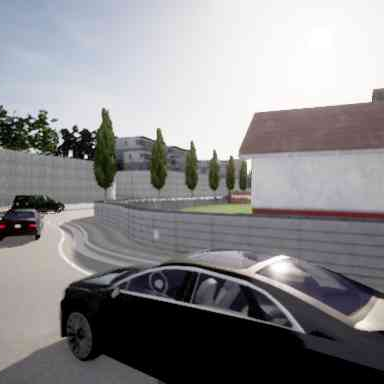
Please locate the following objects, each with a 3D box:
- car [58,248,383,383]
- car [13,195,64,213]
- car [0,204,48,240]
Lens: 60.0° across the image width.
[{"bbox_3d":[0.212,1.499,4.225,4.902,1.511,2.128,0,0,38],"label":"car"},{"bbox_3d":[-15.895,1.288,34.625,2.150,2.045,5.566,-1,0,19],"label":"car"},{"bbox_3d":[-8.769,1.581,17.213,2.033,1.411,5.357,0,0,-23],"label":"car"}]
